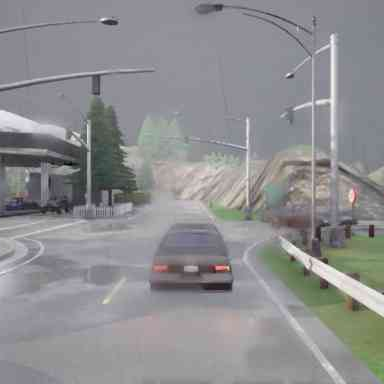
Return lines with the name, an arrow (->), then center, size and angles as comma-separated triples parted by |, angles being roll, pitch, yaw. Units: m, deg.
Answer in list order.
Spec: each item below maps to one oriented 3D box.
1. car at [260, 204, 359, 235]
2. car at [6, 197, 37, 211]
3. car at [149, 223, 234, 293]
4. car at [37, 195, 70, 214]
car -> 6.043, 1.358, 17.824 | 2.033, 1.411, 5.357 | 0, 0, -32
car -> -20.249, 1.474, 39.940 | 2.242, 1.667, 4.611 | 0, 0, -1
car -> 0.031, 1.546, 9.000 | 2.033, 1.411, 5.357 | 0, 0, 1
car -> -14.540, 1.307, 35.664 | 1.905, 1.878, 3.866 | 0, 0, -1
